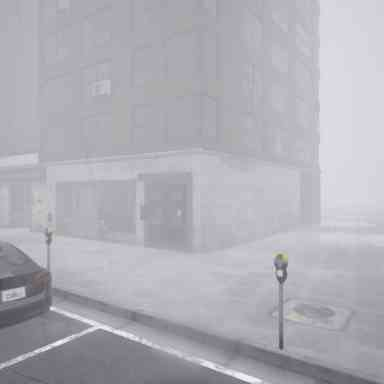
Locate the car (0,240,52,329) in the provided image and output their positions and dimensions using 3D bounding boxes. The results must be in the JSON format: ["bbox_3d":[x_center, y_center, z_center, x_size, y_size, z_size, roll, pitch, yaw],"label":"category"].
[{"bbox_3d":[-4.349,1.565,6.188,4.313,1.339,1.947,0,0,36],"label":"car"}]
